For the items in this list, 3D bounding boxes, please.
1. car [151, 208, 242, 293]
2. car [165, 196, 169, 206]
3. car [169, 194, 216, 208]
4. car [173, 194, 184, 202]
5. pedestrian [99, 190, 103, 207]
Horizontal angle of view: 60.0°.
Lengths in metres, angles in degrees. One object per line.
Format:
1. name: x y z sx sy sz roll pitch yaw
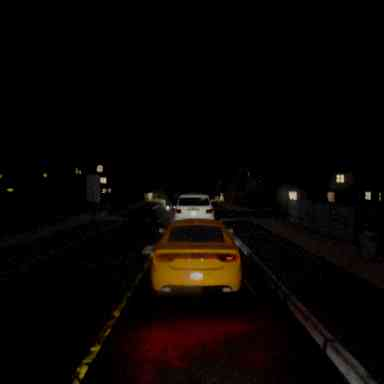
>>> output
1. car: 0.109 1.421 8.727 1.882 1.535 5.008 0 0 0
2. car: -2.800 1.248 48.239 2.033 1.411 5.357 0 0 0
3. car: 0.217 1.101 19.261 2.150 2.045 5.566 0 1 3
4. car: -2.690 1.125 67.052 2.033 1.411 5.357 0 0 0
5. pedestrian: -9.651 0.650 34.988 0.375 1.860 0.375 0 0 1
